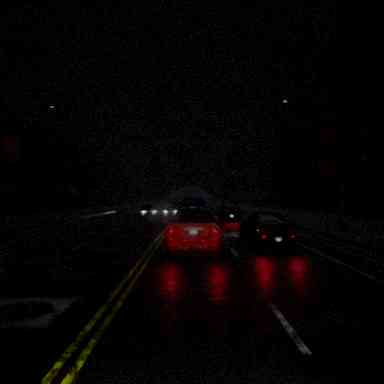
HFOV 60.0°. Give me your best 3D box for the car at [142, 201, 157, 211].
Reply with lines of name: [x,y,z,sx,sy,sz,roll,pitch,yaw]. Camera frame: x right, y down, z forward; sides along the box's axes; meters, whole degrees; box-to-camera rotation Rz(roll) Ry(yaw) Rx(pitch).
car: [-6.573,2.109,52.238,1.882,1.535,5.008,0,-1,0]

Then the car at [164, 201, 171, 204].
car: [-3.322,2.142,52.520,1.837,1.490,4.892,0,-1,0]

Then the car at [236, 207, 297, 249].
car: [3.324,1.629,15.000,1.812,1.442,4.674,0,0,0]

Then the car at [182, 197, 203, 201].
car: [0.069,1.444,28.794,2.150,2.045,5.566,0,0,0]

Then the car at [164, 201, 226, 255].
car: [0.067,1.448,13.866,2.097,1.767,4.553,0,0,0]

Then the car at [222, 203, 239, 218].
car: [3.327,1.742,30.072,1.837,1.490,4.892,0,0,0]
